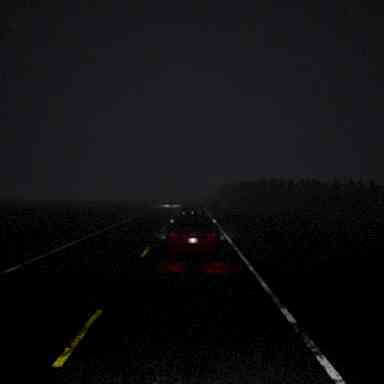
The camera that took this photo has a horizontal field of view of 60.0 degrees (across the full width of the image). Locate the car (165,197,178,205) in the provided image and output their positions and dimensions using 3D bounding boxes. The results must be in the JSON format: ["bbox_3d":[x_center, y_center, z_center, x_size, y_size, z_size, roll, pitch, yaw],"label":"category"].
[{"bbox_3d":[-3.551,1.559,57.926,1.812,1.442,4.674,0,0,0],"label":"car"}]

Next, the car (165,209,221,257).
[{"bbox_3d":[0.050,1.574,13.065,1.994,1.385,4.181,0,0,1],"label":"car"}]

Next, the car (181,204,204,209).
[{"bbox_3d":[0.044,1.619,27.221,1.895,1.301,4.718,0,0,1],"label":"car"}]
